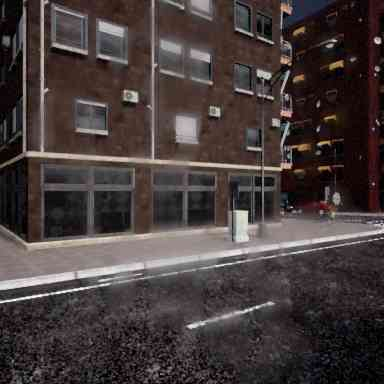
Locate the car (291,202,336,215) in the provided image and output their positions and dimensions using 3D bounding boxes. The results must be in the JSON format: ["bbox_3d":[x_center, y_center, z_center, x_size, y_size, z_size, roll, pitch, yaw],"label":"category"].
[{"bbox_3d":[13.955,1.828,37.604,1.887,1.381,4.507,-1,0,-36],"label":"car"}]

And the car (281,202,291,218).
[{"bbox_3d":[7.191,1.862,32.714,1.802,1.307,4.206,-1,0,-36],"label":"car"}]

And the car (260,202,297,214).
[{"bbox_3d":[10.837,1.920,41.916,1.947,1.339,4.313,-1,0,-36],"label":"car"}]

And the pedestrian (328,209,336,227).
[{"bbox_3d":[8.547,1.523,20.234,0.500,1.100,0.500,0,0,-36],"label":"pedestrian"}]
